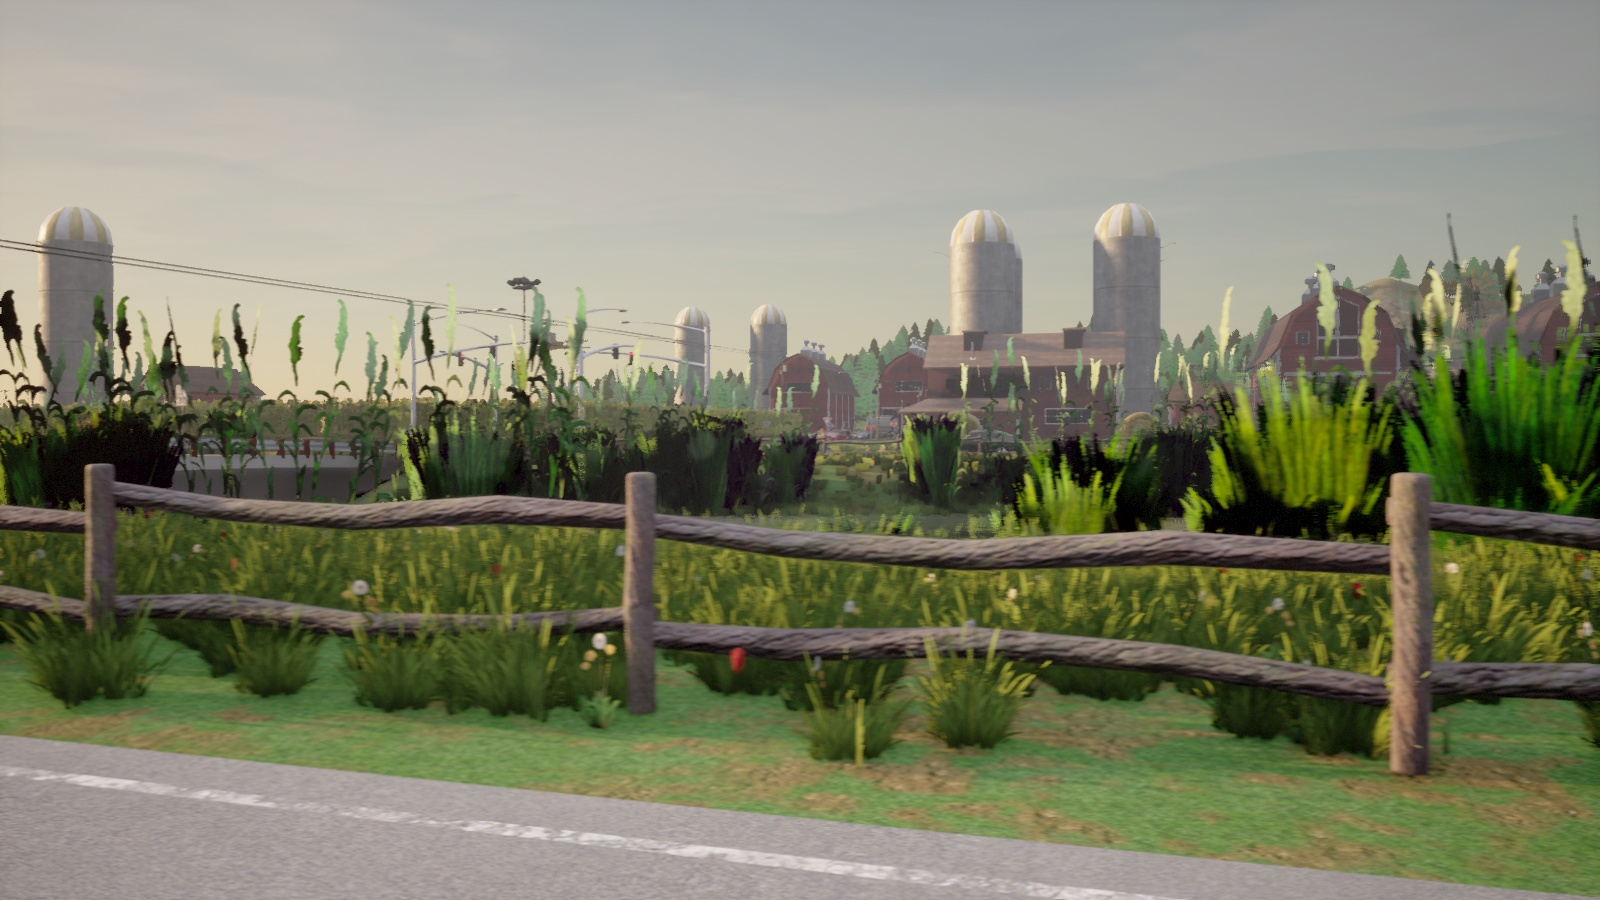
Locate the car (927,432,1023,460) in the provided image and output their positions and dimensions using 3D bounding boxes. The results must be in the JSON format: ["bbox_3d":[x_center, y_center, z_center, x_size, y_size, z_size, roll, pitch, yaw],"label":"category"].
[{"bbox_3d":[9.484,-0.246,68.086,4.892,1.490,1.837,0,1,17],"label":"car"}]
